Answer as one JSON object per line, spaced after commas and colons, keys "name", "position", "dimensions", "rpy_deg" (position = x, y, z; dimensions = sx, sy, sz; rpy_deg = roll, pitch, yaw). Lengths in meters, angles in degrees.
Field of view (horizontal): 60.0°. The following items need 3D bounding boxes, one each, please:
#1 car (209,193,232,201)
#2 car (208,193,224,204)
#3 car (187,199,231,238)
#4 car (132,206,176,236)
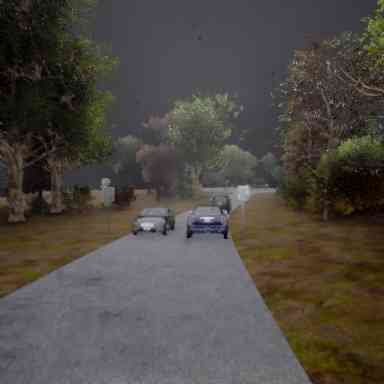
{"name": "car", "position": [3.648, 1.414, 41.001], "dimensions": [2.150, 2.045, 5.566], "rpy_deg": [0, 1, 10]}
{"name": "car", "position": [4.276, 1.109, 58.770], "dimensions": [2.097, 1.767, 4.553], "rpy_deg": [1, 2, 14]}
{"name": "car", "position": [0.911, 1.443, 18.462], "dimensions": [2.097, 1.767, 4.553], "rpy_deg": [0, -1, 4]}
{"name": "car", "position": [-2.025, 1.568, 18.853], "dimensions": [2.128, 1.511, 4.902], "rpy_deg": [0, 0, 5]}
